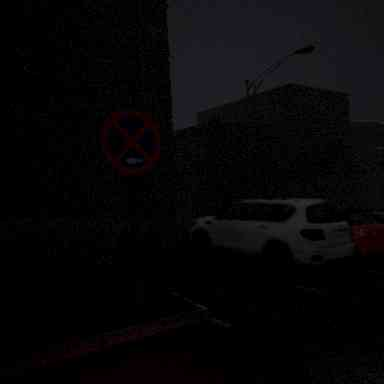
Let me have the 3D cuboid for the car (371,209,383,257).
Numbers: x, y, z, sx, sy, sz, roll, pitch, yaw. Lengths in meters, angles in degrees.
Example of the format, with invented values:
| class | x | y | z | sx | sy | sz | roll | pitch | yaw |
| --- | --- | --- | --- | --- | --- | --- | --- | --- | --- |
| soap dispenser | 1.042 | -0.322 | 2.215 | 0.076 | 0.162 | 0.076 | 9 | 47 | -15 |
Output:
| class | x | y | z | sx | sy | sz | roll | pitch | yaw |
| --- | --- | --- | --- | --- | --- | --- | --- | --- | --- |
| car | 4.522 | 1.322 | 12.190 | 2.185 | 1.767 | 4.553 | 0 | 0 | -35 |

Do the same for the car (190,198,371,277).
| class | x | y | z | sx | sy | sz | roll | pitch | yaw |
| --- | --- | --- | --- | --- | --- | --- | --- | --- | --- |
| car | 2.197 | 1.205 | 10.605 | 2.435 | 2.045 | 5.566 | 0 | 0 | -35 |
